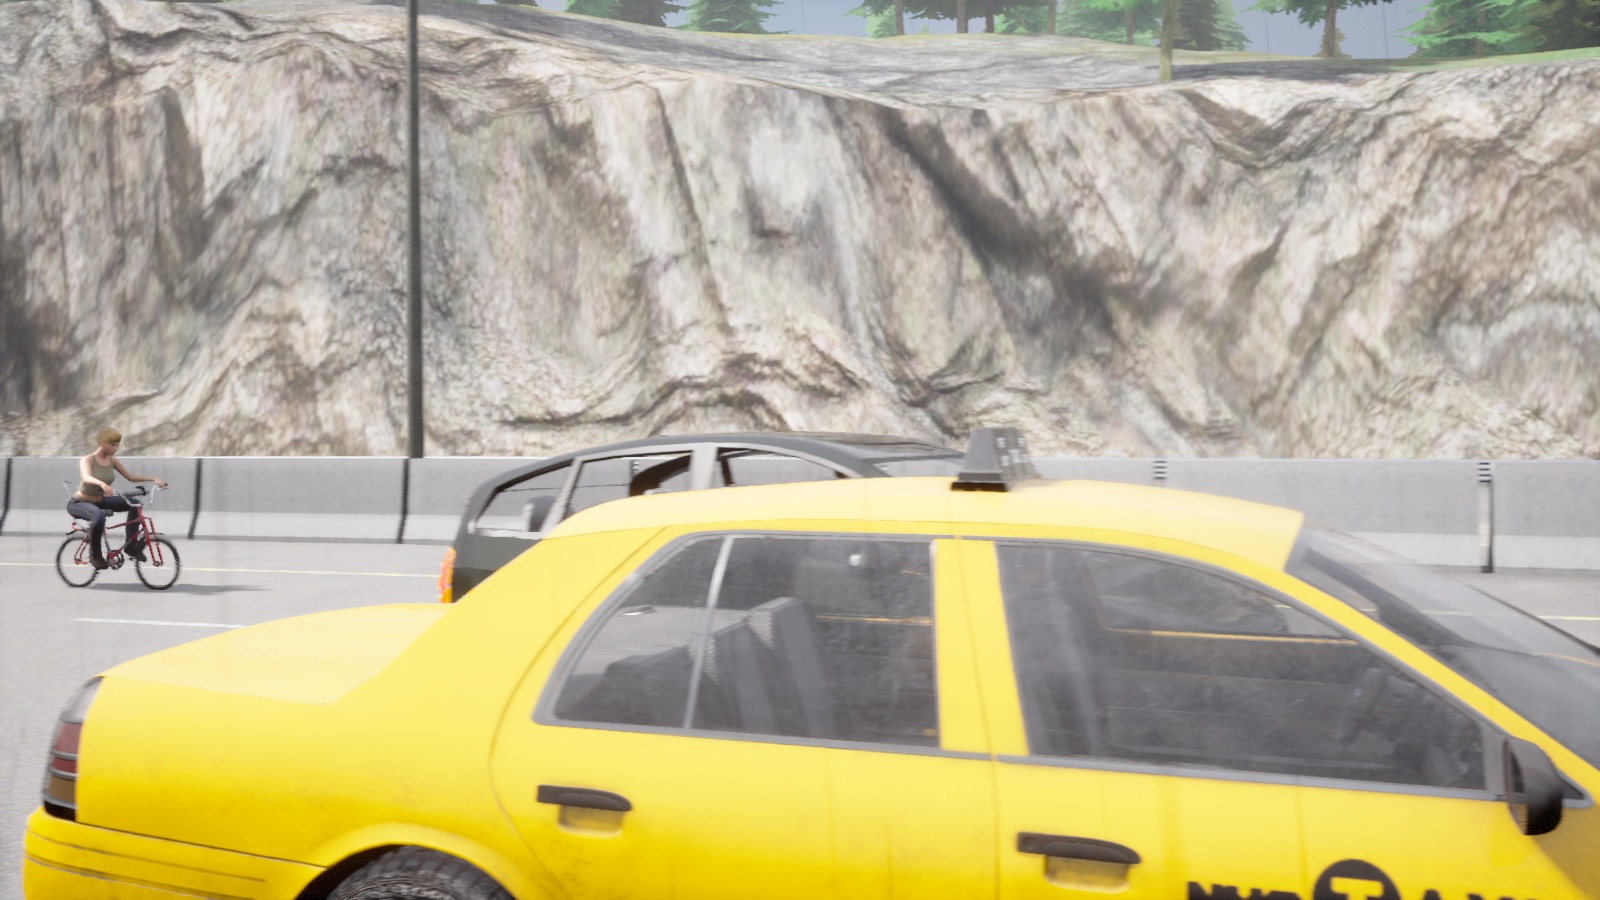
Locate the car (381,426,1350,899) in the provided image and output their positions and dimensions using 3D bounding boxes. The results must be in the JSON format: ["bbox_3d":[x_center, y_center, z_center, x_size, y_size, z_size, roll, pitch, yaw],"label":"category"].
[{"bbox_3d":[0.186,0.709,5.370,3.705,1.549,1.789,2,1,32],"label":"car"}]

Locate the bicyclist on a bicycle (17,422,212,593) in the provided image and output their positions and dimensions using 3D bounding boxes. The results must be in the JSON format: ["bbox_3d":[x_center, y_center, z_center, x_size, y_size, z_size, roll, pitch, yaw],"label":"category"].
[{"bbox_3d":[-6.811,0.533,12.511,1.509,1.612,0.866,0,1,14],"label":"bicyclist on a bicycle"}]

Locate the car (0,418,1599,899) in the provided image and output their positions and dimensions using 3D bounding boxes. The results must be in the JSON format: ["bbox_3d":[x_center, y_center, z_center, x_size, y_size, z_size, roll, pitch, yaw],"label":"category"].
[{"bbox_3d":[0.657,0.718,3.004,5.366,1.575,1.801,1,1,19],"label":"car"}]
